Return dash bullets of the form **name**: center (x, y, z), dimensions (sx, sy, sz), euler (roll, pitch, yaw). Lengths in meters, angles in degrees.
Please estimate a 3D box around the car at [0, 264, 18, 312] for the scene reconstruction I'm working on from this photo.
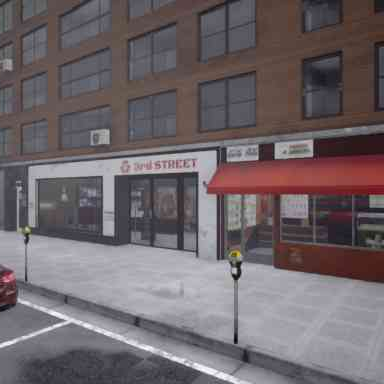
- **car**: center (-4.934, 1.582, 6.331), dimensions (4.206, 1.307, 1.802), euler (0, 0, 36)
